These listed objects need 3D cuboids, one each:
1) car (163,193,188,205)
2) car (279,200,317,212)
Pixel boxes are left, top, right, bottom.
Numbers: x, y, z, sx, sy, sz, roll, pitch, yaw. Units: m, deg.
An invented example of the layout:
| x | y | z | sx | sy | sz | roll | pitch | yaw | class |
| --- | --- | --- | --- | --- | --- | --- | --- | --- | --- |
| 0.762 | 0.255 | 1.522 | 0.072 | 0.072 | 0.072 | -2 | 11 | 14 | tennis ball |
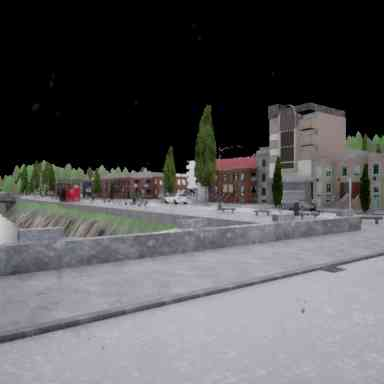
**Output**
| x | y | z | sx | sy | sz | roll | pitch | yaw | class |
| --- | --- | --- | --- | --- | --- | --- | --- | --- | --- |
| -2.972 | 1.224 | 58.524 | 2.150 | 2.045 | 5.566 | 0 | 0 | -35 | car |
| 11.939 | 1.563 | 37.692 | 1.994 | 1.385 | 4.181 | 0 | 0 | -36 | car |
